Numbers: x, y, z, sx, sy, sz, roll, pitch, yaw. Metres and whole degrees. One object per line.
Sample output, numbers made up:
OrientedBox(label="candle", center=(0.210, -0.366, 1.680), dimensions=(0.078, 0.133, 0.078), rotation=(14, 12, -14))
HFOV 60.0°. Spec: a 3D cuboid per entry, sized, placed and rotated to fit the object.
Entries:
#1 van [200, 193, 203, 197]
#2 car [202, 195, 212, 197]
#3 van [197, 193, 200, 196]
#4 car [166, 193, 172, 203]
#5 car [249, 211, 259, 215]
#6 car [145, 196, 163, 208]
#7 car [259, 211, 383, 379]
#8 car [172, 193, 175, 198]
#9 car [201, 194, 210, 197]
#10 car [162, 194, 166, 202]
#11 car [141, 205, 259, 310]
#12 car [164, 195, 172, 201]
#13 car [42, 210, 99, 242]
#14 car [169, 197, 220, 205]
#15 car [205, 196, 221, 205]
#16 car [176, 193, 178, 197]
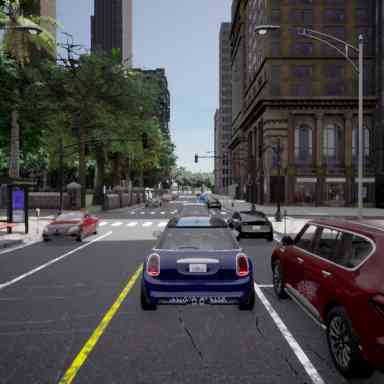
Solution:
OrientedBox(label="van", center=(2.762, 1.309, 58.999), dimensions=(1.690, 1.788, 3.998), rotation=(0, 0, 0))
OrientedBox(label="car", center=(2.762, 1.544, 48.158), dimensions=(1.947, 1.339, 4.313), rotation=(0, 0, 0))
OrientedBox(label="van", center=(2.764, 1.282, 80.680), dimensions=(1.690, 1.788, 3.998), rotation=(0, 0, 0))
OrientedBox(label="car", center=(-5.762, 1.396, 69.860), dimensions=(1.967, 1.590, 4.097), rotation=(0, 0, 0))
OrientedBox(label="car", center=(2.760, 1.562, 16.301), dimensions=(1.947, 1.339, 4.313), rotation=(0, 0, 0))
OrientedBox(label="car", center=(-5.763, 1.529, 48.178), dimensions=(2.008, 1.369, 4.403), rotation=(0, 0, 0))
OrientedBox(label="car", center=(2.758, 1.314, 5.450), dimensions=(2.192, 1.841, 5.009), rotation=(0, 0, 0))
OrientedBox(label="car", center=(-5.762, 1.264, 75.280), dimensions=(2.192, 1.841, 5.009), rotation=(0, 0, 0))
OrientedBox(label="car", center=(2.763, 1.499, 53.748), dimensions=(1.752, 1.417, 4.829), rotation=(0, 0, 0))
OrientedBox(label="car", center=(-5.763, 1.414, 53.598), dimensions=(1.967, 1.590, 4.097), rotation=(0, 0, 0))
OrientedBox(label="car", center=(0.103, 1.351, 7.950), dimensions=(2.097, 1.767, 4.553), rotation=(0, 0, 0))
OrientedBox(label="car", center=(-5.761, 1.466, 80.531), dimensions=(1.752, 1.417, 4.829), rotation=(0, 0, 0))
OrientedBox(label="car", center=(-5.765, 1.578, 16.319), dimensions=(1.802, 1.307, 4.206), rotation=(0, 0, 0))
OrientedBox(label="car", center=(0.102, 1.348, 17.484), dimensions=(2.097, 1.767, 4.553), rotation=(0, 0, 0))
OrientedBox(label="car", center=(2.762, 1.547, 42.738), dimensions=(1.947, 1.339, 4.313), rotation=(0, 0, 0))
OrientedBox(label="car", center=(-5.760, 1.239, 91.541), dimensions=(2.192, 1.841, 5.009), rotation=(0, 0, 0))
